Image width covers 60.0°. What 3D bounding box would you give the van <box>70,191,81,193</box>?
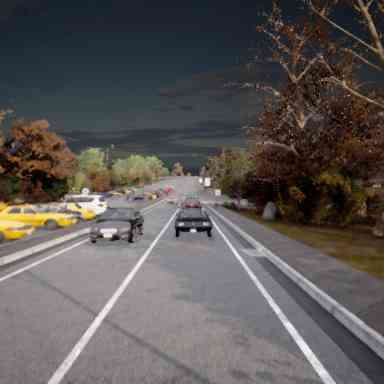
[{"bbox_3d":[-23.296,0.779,64.393,4.442,1.987,1.878,1,0,0],"label":"van"}]

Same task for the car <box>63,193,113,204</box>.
[{"bbox_3d":[-10.199,1.322,29.068,5.566,2.045,2.435,0,0,0],"label":"car"}]

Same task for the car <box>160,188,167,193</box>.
[{"bbox_3d":[-10.269,0.417,95.080,4.553,1.767,2.185,0,2,0],"label":"car"}]

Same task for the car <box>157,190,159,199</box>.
[{"bbox_3d":[-10.309,0.986,72.782,5.008,1.535,2.097,0,1,0],"label":"car"}]

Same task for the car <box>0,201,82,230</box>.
[{"bbox_3d":[-10.007,1.519,20.737,5.366,1.575,1.946,0,0,0],"label":"car"}]

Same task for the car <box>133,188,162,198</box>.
[{"bbox_3d":[-10.333,0.714,75.573,5.566,2.045,2.435,0,1,0],"label":"car"}]

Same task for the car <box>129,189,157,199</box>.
[{"bbox_3d":[-10.355,0.872,70.002,4.553,1.767,2.185,0,0,0],"label":"car"}]

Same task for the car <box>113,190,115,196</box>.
[{"bbox_3d":[-23.342,0.781,86.587,5.008,1.535,2.097,0,1,0],"label":"car"}]

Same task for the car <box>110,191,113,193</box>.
[{"bbox_3d":[-23.351,0.842,83.798,5.008,1.535,2.097,0,1,0],"label":"car"}]

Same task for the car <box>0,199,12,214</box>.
[{"bbox_3d":[-23.224,1.621,37.300,5.008,1.535,2.097,0,0,0],"label":"car"}]

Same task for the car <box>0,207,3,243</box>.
[{"bbox_3d":[-10.399,1.476,12.412,5.366,1.575,1.946,0,0,0],"label":"car"}]

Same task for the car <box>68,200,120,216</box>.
[{"bbox_3d":[-10.127,1.637,34.618,4.792,1.488,2.163,0,0,0],"label":"car"}]

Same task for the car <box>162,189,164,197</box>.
[{"bbox_3d":[-10.235,0.654,86.721,4.553,1.767,2.185,0,1,0],"label":"car"}]

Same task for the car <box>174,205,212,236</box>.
[{"bbox_3d":[0.062,1.595,18.412,1.895,1.301,4.718,0,0,0],"label":"car"}]

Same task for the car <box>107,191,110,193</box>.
[{"bbox_3d":[-23.337,0.925,81.008,4.792,1.488,2.163,0,1,0],"label":"car"}]

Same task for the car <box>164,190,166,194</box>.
[{"bbox_3d":[-10.228,0.738,89.512,4.792,1.488,2.163,0,2,0],"label":"car"}]

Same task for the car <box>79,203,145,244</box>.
[{"bbox_3d":[-3.380,1.486,15.814,2.128,1.511,4.902,0,0,0],"label":"car"}]

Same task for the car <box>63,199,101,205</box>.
[{"bbox_3d":[-10.363,1.553,26.290,5.366,1.575,1.946,0,0,0],"label":"car"}]

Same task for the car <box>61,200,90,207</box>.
[{"bbox_3d":[-10.191,1.540,23.514,4.892,1.521,2.231,0,0,0],"label":"car"}]

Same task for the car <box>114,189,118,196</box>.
[{"bbox_3d":[-23.331,0.708,89.504,4.892,1.521,2.231,0,1,0],"label":"car"}]

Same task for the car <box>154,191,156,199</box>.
[{"bbox_3d":[-10.363,1.031,67.216,4.792,1.488,2.163,0,0,0],"label":"car"}]

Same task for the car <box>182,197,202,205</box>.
[{"bbox_3d":[-0.015,1.365,36.209,2.097,1.767,4.553,0,0,0],"label":"car"}]

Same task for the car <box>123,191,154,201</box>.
[{"bbox_3d":[-10.313,1.034,64.432,4.792,1.488,2.163,0,0,0],"label":"car"}]

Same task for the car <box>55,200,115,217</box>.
[{"bbox_3d":[-10.169,1.590,31.842,5.008,1.535,2.097,0,0,0],"label":"car"}]

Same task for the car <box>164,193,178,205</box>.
[{"bbox_3d":[-3.499,1.485,59.305,1.882,1.535,5.008,0,1,0],"label":"car"}]

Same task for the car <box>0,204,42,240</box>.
[{"bbox_3d":[-10.021,1.487,15.064,5.366,1.575,1.946,0,0,0],"label":"car"}]
